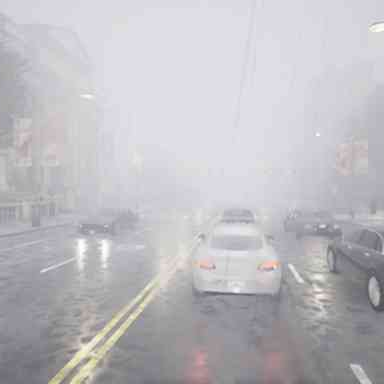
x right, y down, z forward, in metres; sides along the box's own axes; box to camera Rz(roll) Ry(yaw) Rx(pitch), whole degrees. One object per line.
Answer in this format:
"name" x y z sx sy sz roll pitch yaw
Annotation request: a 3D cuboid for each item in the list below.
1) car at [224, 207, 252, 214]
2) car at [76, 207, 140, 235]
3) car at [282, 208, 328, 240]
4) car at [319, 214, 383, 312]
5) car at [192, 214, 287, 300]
"car" 2.443 1.522 17.738 2.033 1.411 5.357 0 0 8
"car" -4.548 1.589 19.063 2.033 1.411 5.357 0 0 9
"car" 5.874 1.523 16.825 2.033 1.411 5.357 0 0 6
"car" 4.526 1.493 7.563 1.837 1.490 4.892 0 0 7
"car" 1.096 1.514 8.289 1.812 1.442 4.674 0 0 7
